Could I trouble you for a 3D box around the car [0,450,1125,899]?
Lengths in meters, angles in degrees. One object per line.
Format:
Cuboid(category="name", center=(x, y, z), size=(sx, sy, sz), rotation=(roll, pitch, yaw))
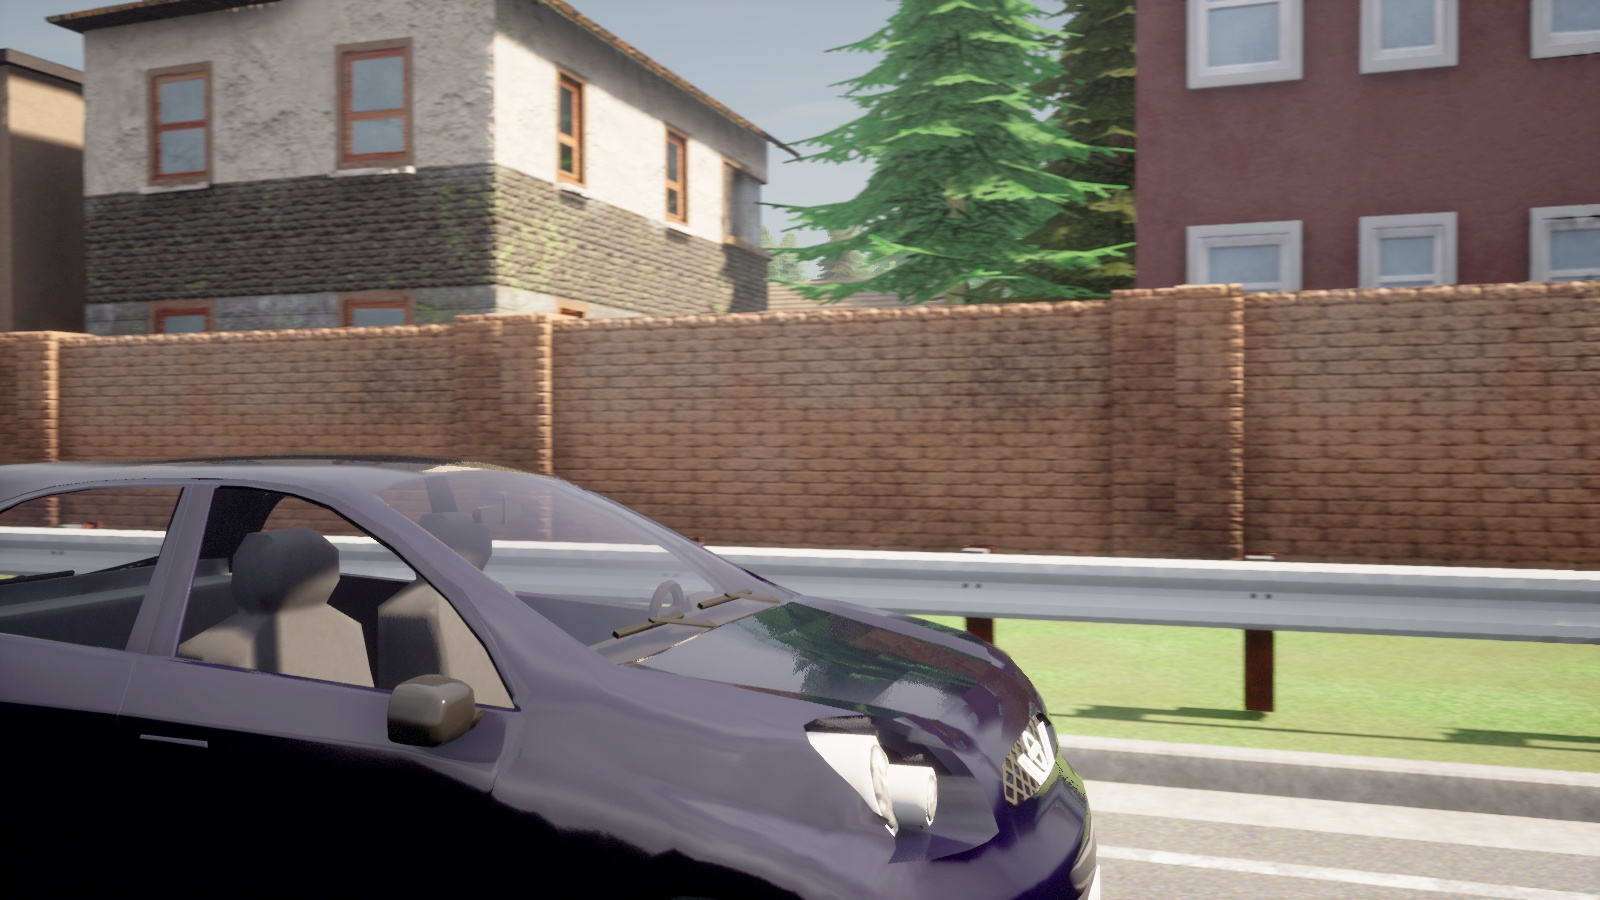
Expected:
Cuboid(category="car", center=(-1.031, 0.780, 3.540), size=(3.633, 1.501, 1.845), rotation=(1, 1, 19))
